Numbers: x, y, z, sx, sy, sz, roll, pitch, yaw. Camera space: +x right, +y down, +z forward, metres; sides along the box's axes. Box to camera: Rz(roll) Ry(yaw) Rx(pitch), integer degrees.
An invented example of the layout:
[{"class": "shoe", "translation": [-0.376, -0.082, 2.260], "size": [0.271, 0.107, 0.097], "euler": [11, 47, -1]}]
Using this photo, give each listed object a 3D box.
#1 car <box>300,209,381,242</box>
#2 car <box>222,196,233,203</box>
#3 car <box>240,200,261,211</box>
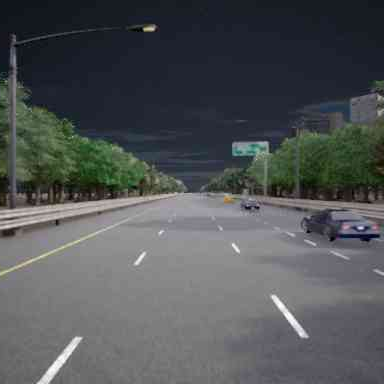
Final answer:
[{"class": "car", "translation": [7.018, 1.551, 16.338], "size": [2.033, 1.411, 5.357], "euler": [0, 0, 0]}, {"class": "car", "translation": [7.245, 1.450, 67.655], "size": [1.882, 1.535, 5.008], "euler": [0, 0, 0]}, {"class": "car", "translation": [7.101, 1.598, 41.103], "size": [1.895, 1.301, 4.718], "euler": [0, 0, 0]}]
